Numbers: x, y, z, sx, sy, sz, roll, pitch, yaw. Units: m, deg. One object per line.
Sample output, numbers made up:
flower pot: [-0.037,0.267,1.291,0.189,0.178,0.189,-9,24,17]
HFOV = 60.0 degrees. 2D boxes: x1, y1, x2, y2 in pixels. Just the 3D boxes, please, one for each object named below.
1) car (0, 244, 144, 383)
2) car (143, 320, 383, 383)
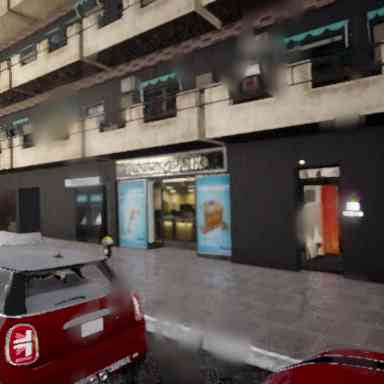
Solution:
car: [-2.625,1.449,4.626,4.097,1.590,1.967,0,-2,36]
car: [1.988,1.439,1.336,4.097,1.590,1.967,0,-2,36]
